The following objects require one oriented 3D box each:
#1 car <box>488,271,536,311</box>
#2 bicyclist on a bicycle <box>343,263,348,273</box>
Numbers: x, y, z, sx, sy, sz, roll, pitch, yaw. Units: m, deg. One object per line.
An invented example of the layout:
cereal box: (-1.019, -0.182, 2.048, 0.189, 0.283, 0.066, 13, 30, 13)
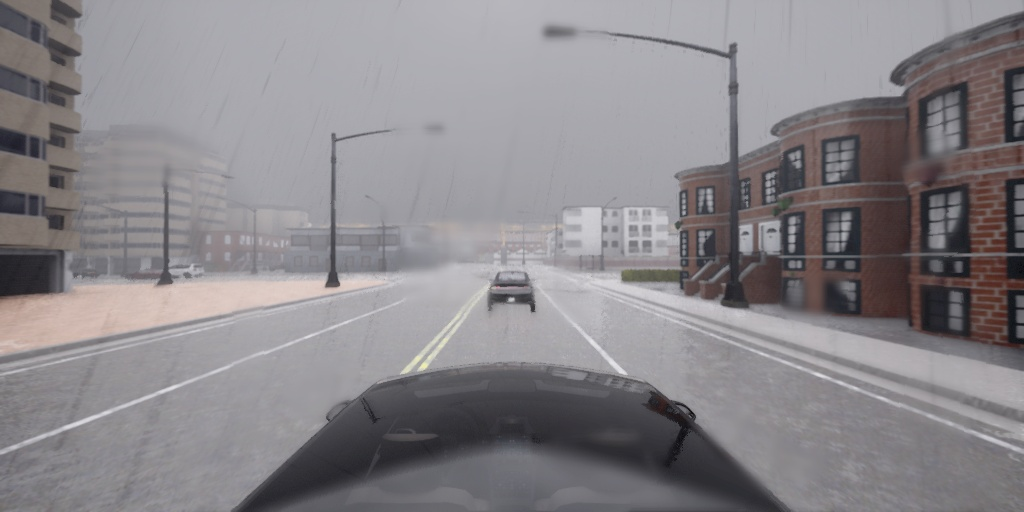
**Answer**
car: (0.014, 1.392, 15.333, 2.128, 1.511, 4.902, 0, 0, 0)
bicyclist on a bicycle: (-26.436, 1.874, 56.988, 0.582, 1.620, 1.656, -1, 0, -1)
